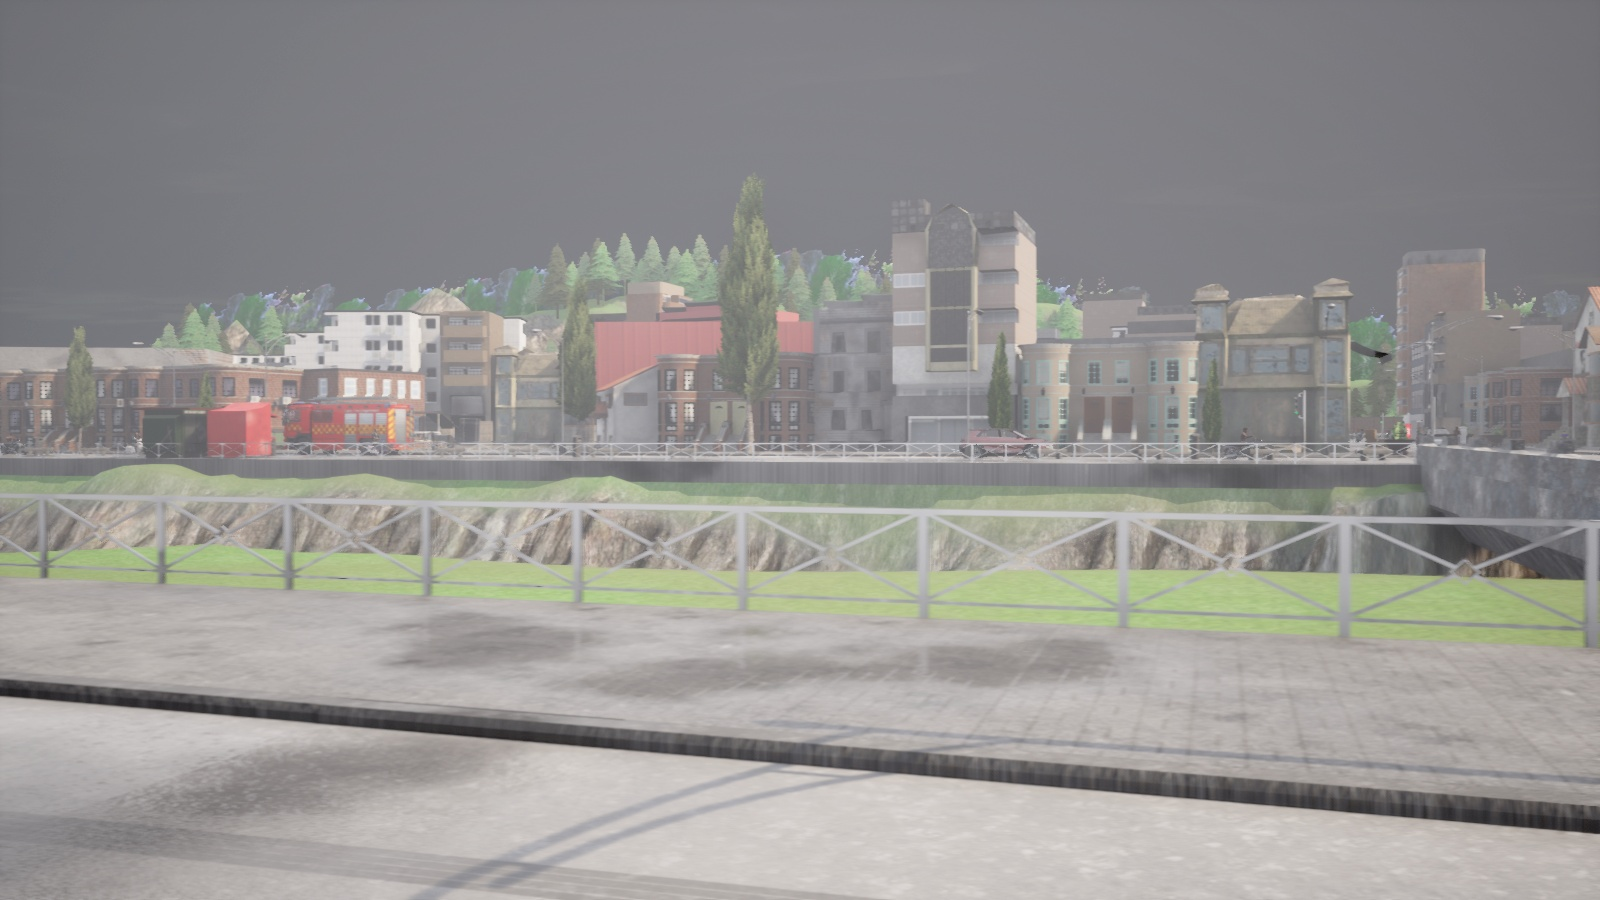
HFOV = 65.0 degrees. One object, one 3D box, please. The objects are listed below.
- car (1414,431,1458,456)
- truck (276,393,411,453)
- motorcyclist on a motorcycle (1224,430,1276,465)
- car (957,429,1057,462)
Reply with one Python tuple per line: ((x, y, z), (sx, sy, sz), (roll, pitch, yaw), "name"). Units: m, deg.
((43.581, -0.459, 86.141), (2.033, 1.649, 4.856), (1, 1, 19), "car")
((-30.235, -1.784, 83.191), (8.468, 3.827, 2.891), (1, 1, 19), "truck")
((22.005, -0.124, 61.435), (2.350, 1.649, 0.766), (1, 1, 19), "motorcyclist on a motorcycle")
((10.738, -0.247, 65.221), (4.856, 1.649, 2.033), (1, 1, 19), "car")
